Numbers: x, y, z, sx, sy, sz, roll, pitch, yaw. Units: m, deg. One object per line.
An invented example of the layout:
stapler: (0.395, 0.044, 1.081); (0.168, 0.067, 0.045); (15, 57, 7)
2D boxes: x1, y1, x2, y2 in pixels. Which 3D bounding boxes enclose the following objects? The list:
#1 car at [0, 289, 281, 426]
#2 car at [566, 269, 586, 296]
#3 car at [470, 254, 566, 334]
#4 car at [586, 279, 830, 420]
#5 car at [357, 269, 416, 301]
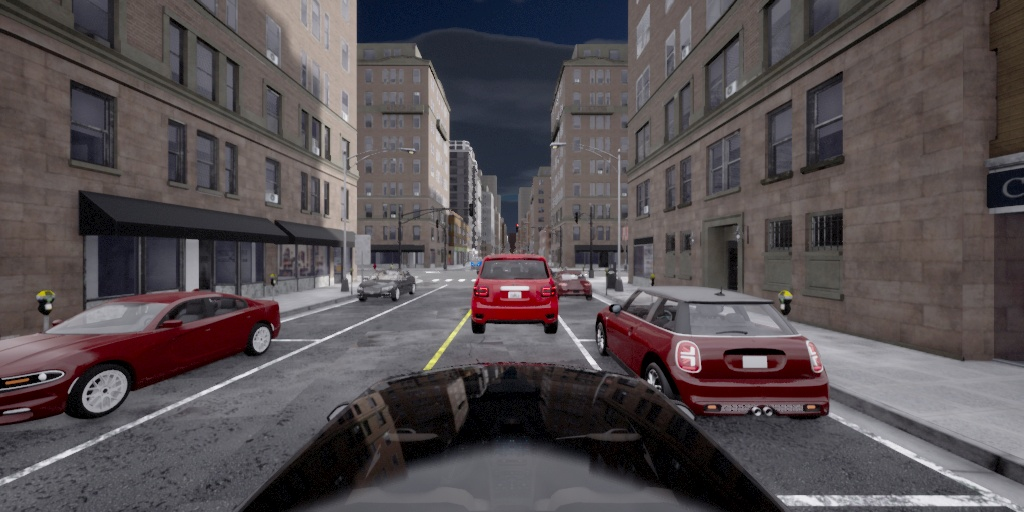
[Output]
car: (-5.850, 1.295, 5.889); (1.888, 1.381, 4.507); (0, 0, 0)
car: (2.696, 1.333, 17.071); (1.802, 1.307, 4.207); (0, 0, 0)
car: (0.074, 0.972, 10.749); (2.150, 2.045, 5.566); (0, 0, 0)
car: (2.675, 1.190, 5.882); (1.967, 1.591, 4.097); (0, 0, 0)
car: (-5.830, 1.301, 17.081); (2.007, 1.370, 4.403); (0, 0, 0)
